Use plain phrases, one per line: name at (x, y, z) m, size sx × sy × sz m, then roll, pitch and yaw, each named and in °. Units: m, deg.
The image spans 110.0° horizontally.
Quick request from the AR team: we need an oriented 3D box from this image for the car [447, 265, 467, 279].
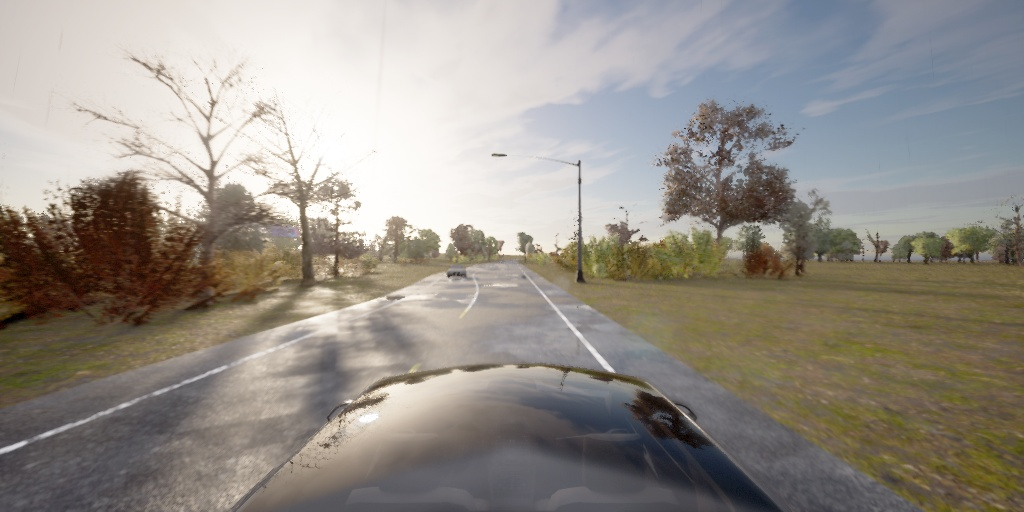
car at (-5.741, 1.609, 37.583) m, size 1.994 × 1.385 × 4.181 m, roll 0°, pitch -1°, yaw -7°
